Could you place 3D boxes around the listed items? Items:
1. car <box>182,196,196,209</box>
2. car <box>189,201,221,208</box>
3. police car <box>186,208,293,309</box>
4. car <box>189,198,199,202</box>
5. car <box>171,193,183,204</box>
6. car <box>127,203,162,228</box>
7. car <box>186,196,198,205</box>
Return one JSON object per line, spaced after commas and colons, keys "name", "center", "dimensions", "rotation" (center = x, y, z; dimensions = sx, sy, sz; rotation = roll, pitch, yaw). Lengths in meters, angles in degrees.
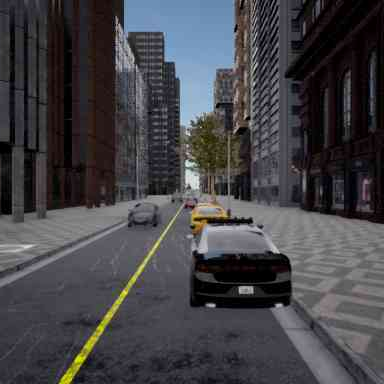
{"name": "car", "center": [0.013, 1.563, 45.951], "dimensions": [1.994, 1.385, 4.181], "rotation": [0, 0, 1]}
{"name": "car", "center": [0.897, 1.478, 18.005], "dimensions": [1.882, 1.535, 5.008], "rotation": [0, 0, 0]}
{"name": "police car", "center": [0.899, 1.425, 8.115], "dimensions": [1.930, 1.638, 5.238], "rotation": [0, 0, 0]}
{"name": "car", "center": [0.896, 1.455, 24.196], "dimensions": [1.801, 1.575, 5.366], "rotation": [0, 0, 0]}
{"name": "car", "center": [-3.009, 1.218, 66.581], "dimensions": [2.150, 2.045, 5.566], "rotation": [0, 0, 0]}
{"name": "car", "center": [-3.103, 1.505, 22.383], "dimensions": [1.837, 1.490, 4.892], "rotation": [0, 0, 0]}
{"name": "car", "center": [-0.008, 1.476, 58.558], "dimensions": [1.882, 1.535, 5.008], "rotation": [0, 0, 0]}
